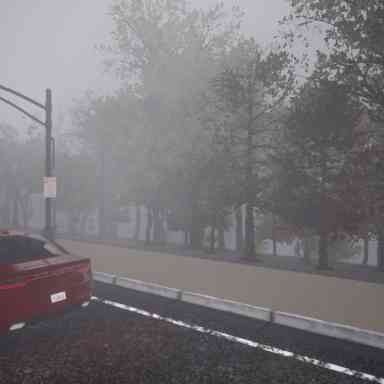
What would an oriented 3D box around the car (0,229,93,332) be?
[{"bbox_3d":[-4.086,1.477,6.598,5.008,1.535,1.882,0,0,36],"label":"car"}]
